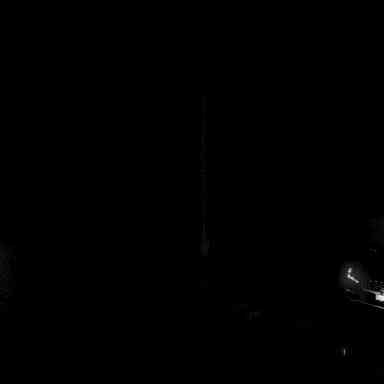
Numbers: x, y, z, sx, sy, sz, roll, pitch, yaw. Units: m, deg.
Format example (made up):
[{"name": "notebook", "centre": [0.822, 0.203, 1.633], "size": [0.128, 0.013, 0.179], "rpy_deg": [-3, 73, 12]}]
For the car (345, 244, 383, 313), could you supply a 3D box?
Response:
[{"name": "car", "centre": [5.115, 1.506, 6.899], "size": [4.892, 1.490, 1.837], "rpy_deg": [0, 0, -35]}]
